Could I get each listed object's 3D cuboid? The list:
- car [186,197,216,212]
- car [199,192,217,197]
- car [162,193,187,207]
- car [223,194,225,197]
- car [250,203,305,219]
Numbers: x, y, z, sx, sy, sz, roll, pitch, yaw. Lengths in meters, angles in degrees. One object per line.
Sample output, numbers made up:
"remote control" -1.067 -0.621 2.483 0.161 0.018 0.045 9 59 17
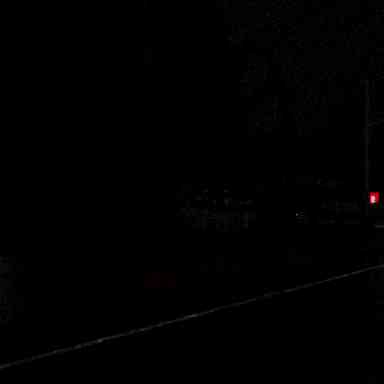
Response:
"car" 1.351 1.579 37.237 1.994 1.385 4.181 0 0 -37
"car" 4.930 1.113 92.316 1.932 1.855 4.605 0 0 -37
"car" -3.277 1.367 49.545 2.097 1.767 4.553 0 0 -35
"car" 7.017 1.092 94.380 1.905 1.878 3.866 0 0 -37
"car" 7.412 1.616 29.219 1.895 1.301 4.718 0 0 -37
